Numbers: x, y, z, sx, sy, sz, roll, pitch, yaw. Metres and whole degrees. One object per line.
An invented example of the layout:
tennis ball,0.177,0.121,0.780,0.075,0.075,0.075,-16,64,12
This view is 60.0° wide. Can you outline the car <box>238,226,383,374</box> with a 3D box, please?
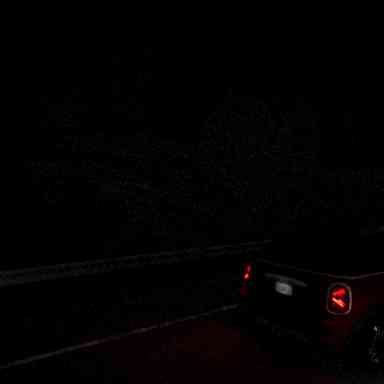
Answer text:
car,3.017,1.386,5.902,4.553,1.767,2.097,0,0,-36
